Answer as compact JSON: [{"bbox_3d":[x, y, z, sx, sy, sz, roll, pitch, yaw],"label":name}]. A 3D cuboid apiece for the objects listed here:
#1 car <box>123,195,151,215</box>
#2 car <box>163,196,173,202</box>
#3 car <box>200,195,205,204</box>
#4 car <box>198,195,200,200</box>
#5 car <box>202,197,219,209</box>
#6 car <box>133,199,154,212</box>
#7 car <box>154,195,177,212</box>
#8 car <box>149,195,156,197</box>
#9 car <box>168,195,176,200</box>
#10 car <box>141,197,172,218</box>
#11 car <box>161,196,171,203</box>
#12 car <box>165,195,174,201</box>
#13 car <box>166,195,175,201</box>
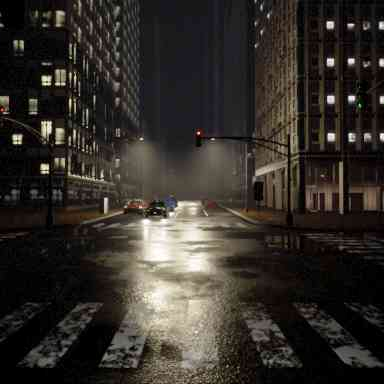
[{"bbox_3d":[-5.688,1.453,33.737,1.967,1.590,4.097,1,0,0],"label":"car"},{"bbox_3d":[-5.709,1.582,78.338,2.008,1.369,4.403,1,0,0],"label":"car"},{"bbox_3d":[2.681,1.547,56.279,1.752,1.417,4.829,1,0,0],"label":"car"},{"bbox_3d":[2.678,1.590,61.686,1.947,1.339,4.313,1,0,0],"label":"car"},{"bbox_3d":[2.684,1.599,44.953,1.802,1.307,4.206,1,0,0],"label":"car"},{"bbox_3d":[-5.693,1.597,39.312,1.802,1.307,4.206,1,0,0],"label":"car"},{"bbox_3d":[-3.114,1.493,39.826,1.882,1.535,5.008,0,0,0],"label":"car"},{"bbox_3d":[-5.690,1.332,44.888,2.192,1.841,5.009,1,0,0],"label":"car"},{"bbox_3d":[-5.717,1.605,95.064,1.947,1.339,4.313,1,0,0],"label":"car"},{"bbox_3d":[-3.112,1.516,30.320,1.837,1.490,4.892,0,0,0],"label":"car"},{"bbox_3d":[-5.707,1.574,72.763,1.887,1.381,4.507,1,0,0],"label":"car"},{"bbox_3d":[-5.711,1.579,83.913,1.887,1.381,4.507,1,0,0],"label":"car"},{"bbox_3d":[-5.714,1.587,89.489,2.008,1.369,4.403,1,0,0],"label":"car"}]
